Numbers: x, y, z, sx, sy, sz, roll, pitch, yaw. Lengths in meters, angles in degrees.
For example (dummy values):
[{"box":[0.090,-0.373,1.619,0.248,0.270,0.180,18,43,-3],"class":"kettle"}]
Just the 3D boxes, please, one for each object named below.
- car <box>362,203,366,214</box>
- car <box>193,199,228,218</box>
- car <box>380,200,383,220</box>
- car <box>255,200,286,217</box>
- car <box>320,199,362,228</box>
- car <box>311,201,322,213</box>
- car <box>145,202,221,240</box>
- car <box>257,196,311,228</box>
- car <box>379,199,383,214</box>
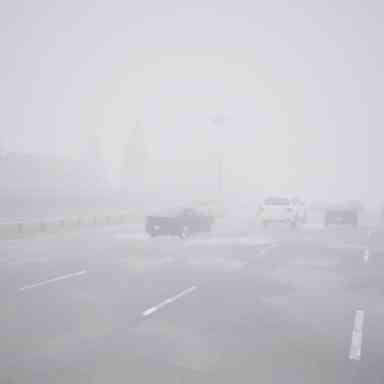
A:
[{"box":[17.612,1.567,36.131,1.837,1.490,4.892,0,0,29],"class":"car"},{"box":[1.353,1.410,28.281,2.097,1.767,4.553,0,0,29],"class":"car"},{"box":[17.414,1.611,28.473,1.994,1.385,4.181,0,0,29],"class":"car"},{"box":[7.823,1.589,32.815,1.812,1.442,4.674,0,0,29],"class":"car"},{"box":[10.296,1.518,22.749,1.882,1.535,5.008,0,0,29],"class":"car"},{"box":[14.460,1.669,37.657,1.895,1.301,4.718,0,0,29],"class":"car"},{"box":[-0.464,1.515,17.662,1.882,1.535,5.008,0,0,29],"class":"car"},{"box":[6.440,1.267,22.994,2.150,2.045,5.566,0,0,29],"class":"car"},{"box":[22.246,1.553,37.308,2.128,1.511,4.902,0,0,29],"class":"car"}]
